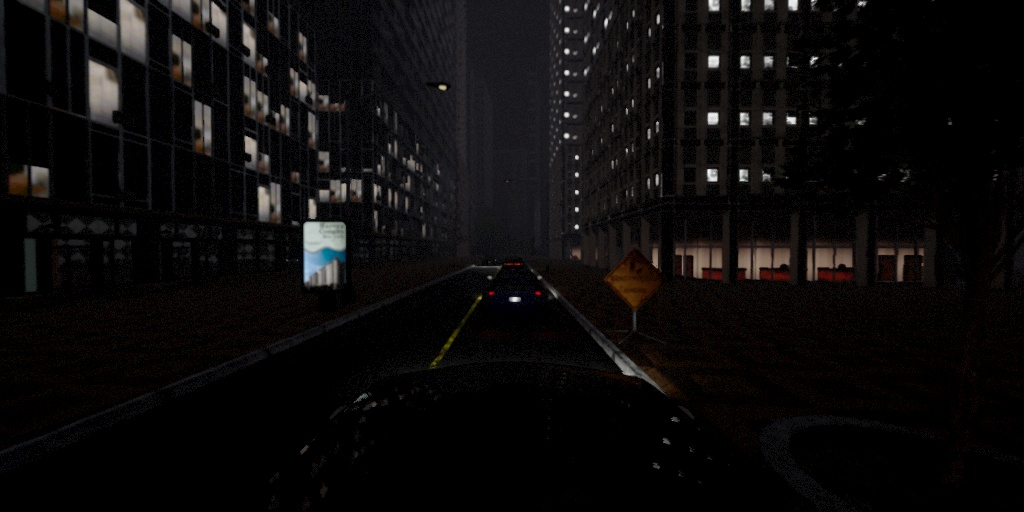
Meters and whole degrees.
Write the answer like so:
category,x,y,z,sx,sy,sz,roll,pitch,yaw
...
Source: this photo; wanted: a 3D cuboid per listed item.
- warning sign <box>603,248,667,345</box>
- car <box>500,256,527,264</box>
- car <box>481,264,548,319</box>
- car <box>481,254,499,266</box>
category,x,y,z,sx,sy,sz,roll,pitch,yaw
warning sign,2.526,0.761,7.424,1.300,1.860,1.060,0,0,0
car,0.128,0.748,29.646,1.837,1.490,4.892,0,1,0
car,0.092,1.129,11.903,1.994,1.385,4.181,0,1,0
car,-2.770,0.455,46.120,1.837,1.490,4.892,0,1,0
